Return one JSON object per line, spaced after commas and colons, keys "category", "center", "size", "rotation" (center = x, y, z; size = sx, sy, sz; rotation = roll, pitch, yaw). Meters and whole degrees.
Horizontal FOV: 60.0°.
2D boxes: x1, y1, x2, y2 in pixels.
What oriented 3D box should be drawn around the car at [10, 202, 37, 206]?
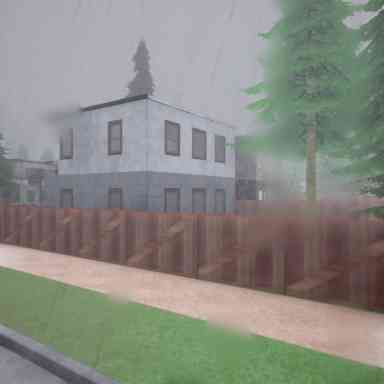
{"category": "car", "center": [-15.331, 1.582, 29.327], "size": [1.895, 1.301, 4.718], "rotation": [0, 0, 28]}
